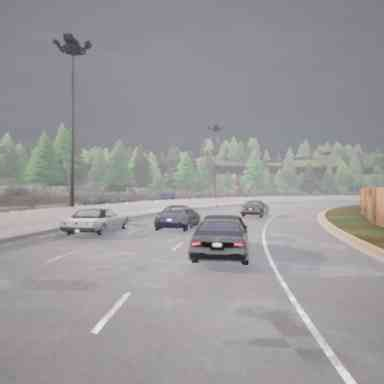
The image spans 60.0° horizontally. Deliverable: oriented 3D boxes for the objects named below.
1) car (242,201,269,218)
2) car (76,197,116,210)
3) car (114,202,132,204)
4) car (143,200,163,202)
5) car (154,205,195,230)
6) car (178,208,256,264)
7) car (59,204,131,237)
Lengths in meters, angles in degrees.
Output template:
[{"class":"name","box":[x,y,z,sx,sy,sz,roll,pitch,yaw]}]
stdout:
[{"class":"car","box":[5.670,1.469,29.644,2.033,1.411,5.357,0,0,20]},{"class":"car","box":[-12.057,1.359,42.177,2.033,1.411,5.357,0,0,23]},{"class":"car","box":[-8.960,1.429,40.515,1.895,1.301,4.718,0,0,24]},{"class":"car","box":[-4.165,1.061,42.696,2.150,2.045,5.566,0,0,26]},{"class":"car","box":[-0.778,1.493,20.129,1.994,1.385,4.181,0,0,13]},{"class":"car","box":[1.082,1.512,11.730,2.033,1.411,5.357,0,0,9]},{"class":"car","box":[-4.928,1.522,17.701,1.895,1.301,4.718,0,0,11]}]
